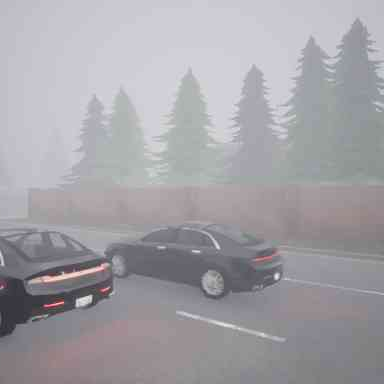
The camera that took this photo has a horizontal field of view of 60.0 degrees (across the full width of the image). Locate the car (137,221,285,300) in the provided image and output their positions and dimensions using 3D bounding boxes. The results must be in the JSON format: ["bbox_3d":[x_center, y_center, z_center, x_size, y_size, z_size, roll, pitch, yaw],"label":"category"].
[{"bbox_3d":[-0.170,1.507,8.426,4.892,1.490,1.837,1,0,36],"label":"car"}]

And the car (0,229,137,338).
[{"bbox_3d":[-3.656,1.492,6.617,4.902,1.511,2.128,0,0,36],"label":"car"}]
